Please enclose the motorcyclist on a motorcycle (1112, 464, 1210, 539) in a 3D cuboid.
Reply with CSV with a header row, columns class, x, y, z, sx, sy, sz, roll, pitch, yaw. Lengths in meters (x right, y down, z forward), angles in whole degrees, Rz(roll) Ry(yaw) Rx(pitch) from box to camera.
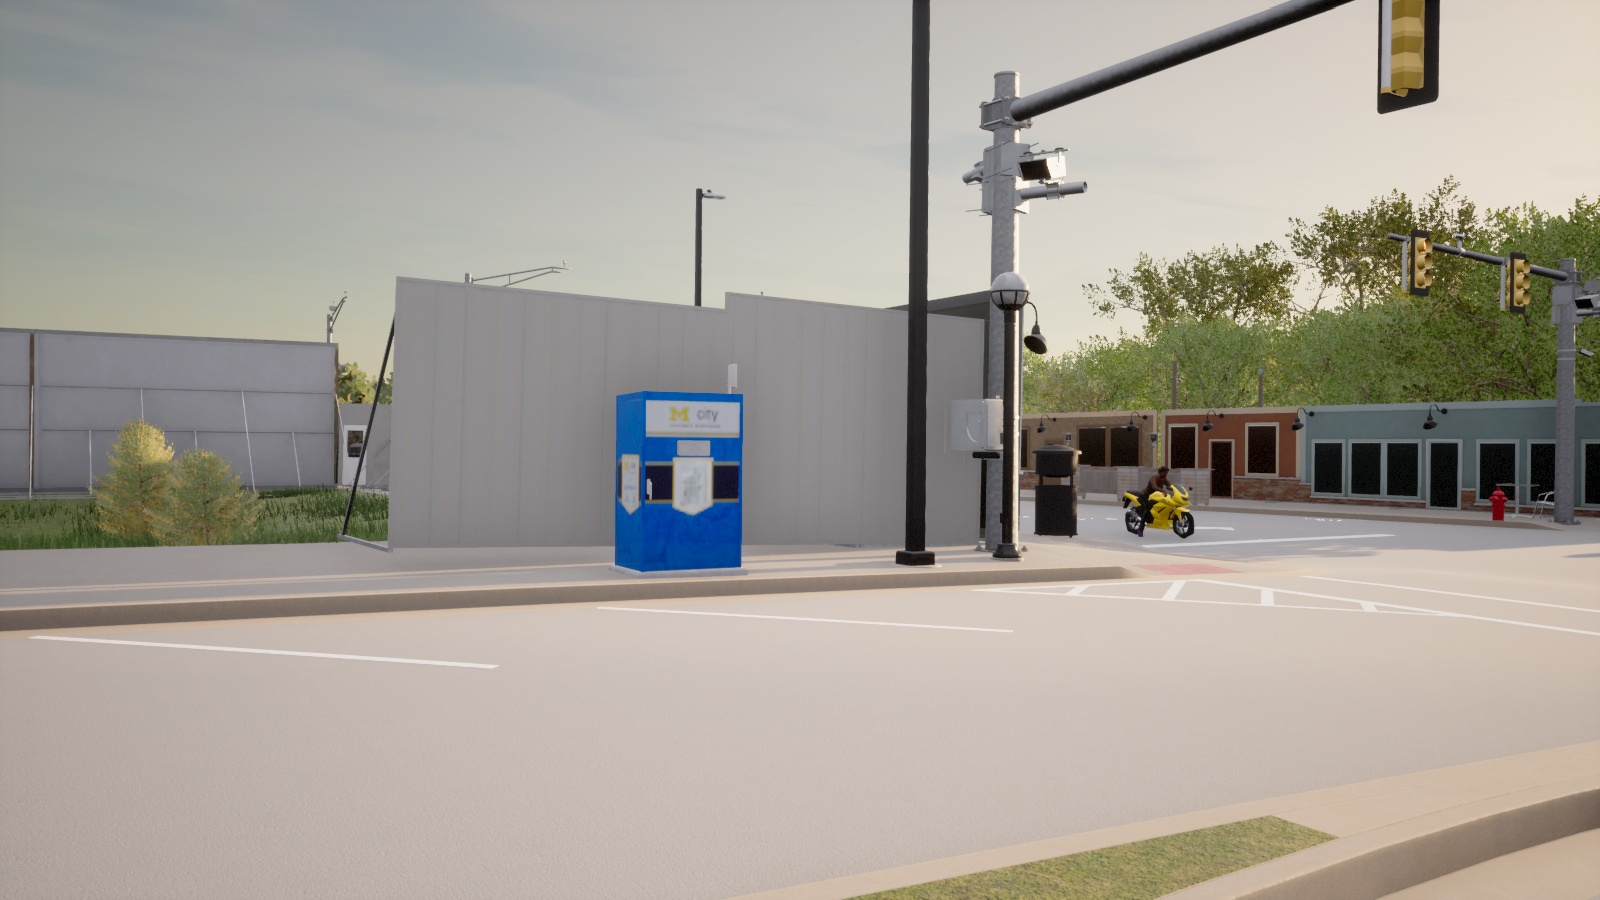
class,x,y,z,sx,sy,sz,roll,pitch,yaw
motorcyclist on a motorcycle,7.668,1.065,26.778,0.797,1.523,2.044,0,0,-29
